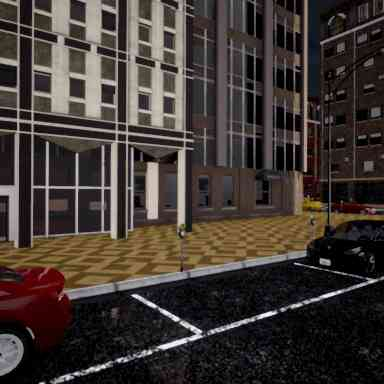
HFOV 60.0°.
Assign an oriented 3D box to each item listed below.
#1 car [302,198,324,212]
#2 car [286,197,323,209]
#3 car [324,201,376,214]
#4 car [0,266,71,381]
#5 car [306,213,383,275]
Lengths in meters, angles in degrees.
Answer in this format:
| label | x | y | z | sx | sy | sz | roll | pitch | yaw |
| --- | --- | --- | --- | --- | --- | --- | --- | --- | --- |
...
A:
| label | x | y | z | sx | sy | sz | roll | pitch | yaw |
| --- | --- | --- | --- | --- | --- | --- | --- | --- | --- |
| car | 12.283 | 1.467 | 36.611 | 1.752 | 1.417 | 4.829 | 0 | 0 | -36 |
| car | 15.574 | 1.500 | 46.381 | 1.752 | 1.417 | 4.829 | 0 | 0 | -36 |
| car | 15.492 | 1.535 | 32.154 | 1.802 | 1.307 | 4.206 | 0 | 0 | -36 |
| car | -3.793 | 1.545 | 3.847 | 4.507 | 1.381 | 1.887 | 0 | 0 | -36 |
| car | 5.455 | 1.567 | 10.473 | 4.313 | 1.339 | 1.947 | 0 | 0 | -36 |
